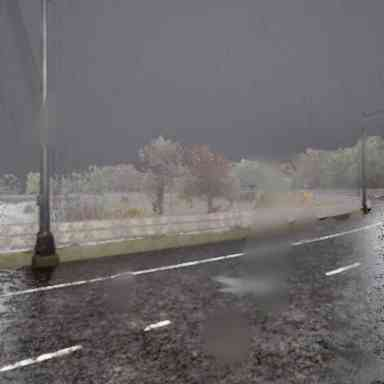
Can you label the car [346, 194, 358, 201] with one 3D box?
[{"bbox_3d":[39.929,1.348,82.375,2.097,1.767,4.553,0,0,3],"label":"car"}]
